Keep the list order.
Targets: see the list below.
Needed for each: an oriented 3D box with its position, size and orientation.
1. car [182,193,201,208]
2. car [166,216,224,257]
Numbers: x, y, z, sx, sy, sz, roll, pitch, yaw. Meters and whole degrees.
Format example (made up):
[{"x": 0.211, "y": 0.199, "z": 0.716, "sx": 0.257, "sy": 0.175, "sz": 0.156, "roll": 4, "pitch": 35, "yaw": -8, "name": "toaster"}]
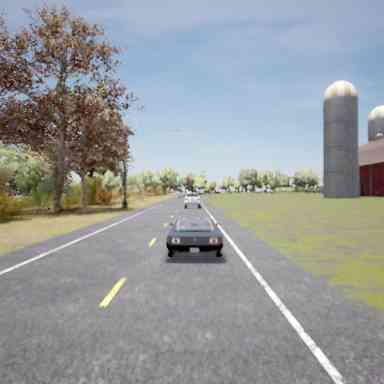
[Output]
[{"x": 0.087, "y": 1.116, "z": 46.771, "sx": 2.150, "sy": 2.045, "sz": 5.566, "roll": 0, "pitch": 0, "yaw": 0, "name": "car"}, {"x": 0.092, "y": 1.574, "z": 12.829, "sx": 1.895, "sy": 1.301, "sz": 4.718, "roll": 0, "pitch": 0, "yaw": 0, "name": "car"}]
